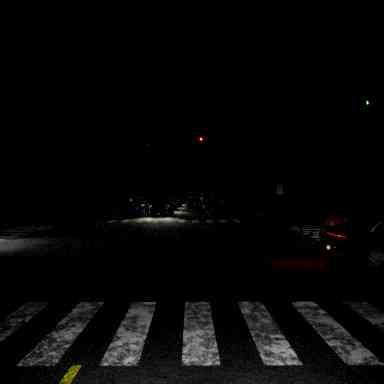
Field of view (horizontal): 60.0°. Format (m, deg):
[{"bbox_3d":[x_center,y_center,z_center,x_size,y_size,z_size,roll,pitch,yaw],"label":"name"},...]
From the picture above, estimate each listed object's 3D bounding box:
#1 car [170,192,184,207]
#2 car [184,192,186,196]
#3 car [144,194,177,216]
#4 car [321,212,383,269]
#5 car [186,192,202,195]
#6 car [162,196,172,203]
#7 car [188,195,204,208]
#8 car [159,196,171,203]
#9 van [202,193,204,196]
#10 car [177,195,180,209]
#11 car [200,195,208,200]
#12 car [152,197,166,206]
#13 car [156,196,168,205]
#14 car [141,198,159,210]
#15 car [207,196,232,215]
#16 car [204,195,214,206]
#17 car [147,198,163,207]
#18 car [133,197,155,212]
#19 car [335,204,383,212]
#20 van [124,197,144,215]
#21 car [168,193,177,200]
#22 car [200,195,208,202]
[{"bbox_3d":[-2.772,1.225,52.136,2.150,2.045,5.566,0,0,1],"label":"car"},{"bbox_3d":[-2.666,1.354,62.362,2.097,1.767,4.553,0,0,1],"label":"car"},{"bbox_3d":[-2.944,1.354,32.071,2.097,1.767,4.553,0,0,2],"label":"car"},{"bbox_3d":[6.774,1.520,10.659,4.892,1.490,1.837,0,0,0],"label":"car"},{"bbox_3d":[0.491,1.224,69.788,2.150,2.045,5.566,0,0,1],"label":"car"},{"bbox_3d":[-5.406,1.544,73.049,1.887,1.381,4.507,0,0,0],"label":"car"},{"bbox_3d":[0.400,1.567,48.744,1.994,1.385,4.181,0,0,0],"label":"car"},{"bbox_3d":[-5.441,1.567,67.382,1.947,1.339,4.313,0,0,0],"label":"car"},{"bbox_3d":[3.013,1.344,55.998,1.690,1.788,3.998,0,0,0],"label":"van"},{"bbox_3d":[-2.840,1.481,42.009,1.882,1.535,5.008,0,0,1],"label":"car"},{"bbox_3d":[3.226,1.558,90.013,1.947,1.339,4.313,0,0,0],"label":"car"},{"bbox_3d":[-5.512,1.569,56.045,1.947,1.339,4.313,0,0,0],"label":"car"},{"bbox_3d":[-5.478,1.528,61.543,1.752,1.417,4.829,0,0,0],"label":"car"},{"bbox_3d":[-5.583,1.569,44.709,1.947,1.339,4.313,0,0,0],"label":"car"},{"bbox_3d":[2.871,1.442,33.321,1.967,1.590,4.097,0,0,0],"label":"car"},{"bbox_3d":[2.942,1.444,44.659,1.967,1.590,4.097,0,0,0],"label":"car"},{"bbox_3d":[-5.548,1.585,50.377,1.802,1.307,4.206,0,0,0],"label":"car"},{"bbox_3d":[-5.619,1.443,39.041,1.967,1.590,4.097,0,0,0],"label":"car"},{"bbox_3d":[7.957,1.366,13.911,4.553,1.767,2.097,0,0,0],"label":"car"},{"bbox_3d":[-5.654,1.343,33.372,1.690,1.788,3.998,0,0,0],"label":"van"},{"bbox_3d":[-5.299,1.307,90.055,2.192,1.841,5.009,0,0,0],"label":"car"},{"bbox_3d":[2.843,1.454,79.507,1.801,1.575,5.366,0,0,0],"label":"car"}]
